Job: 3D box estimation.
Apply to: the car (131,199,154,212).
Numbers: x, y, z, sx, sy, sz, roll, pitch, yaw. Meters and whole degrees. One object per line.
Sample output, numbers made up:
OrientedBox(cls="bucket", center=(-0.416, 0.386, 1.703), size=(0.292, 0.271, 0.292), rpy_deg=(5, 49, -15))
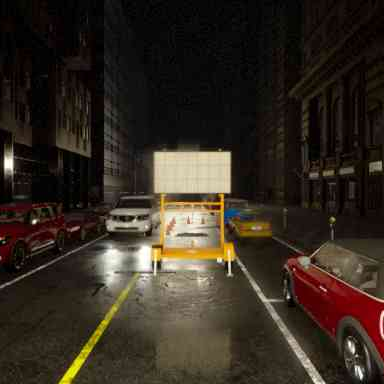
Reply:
OrientedBox(cls="car", center=(-5.700, 1.571, 38.869), size=(1.947, 1.339, 4.313), rpy_deg=(0, 0, 0))

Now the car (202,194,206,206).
OrientedBox(cls="car", center=(2.833, 1.324, 44.469), size=(2.192, 1.841, 5.009), rpy_deg=(0, 0, 0))

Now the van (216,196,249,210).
OrientedBox(cls="van", center=(2.795, 1.341, 22.062), size=(1.690, 1.788, 3.998), rpy_deg=(0, 0, 0))

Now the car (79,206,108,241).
OrientedBox(cls="car", center=(-5.739, 1.581, 16.461), size=(1.802, 1.307, 4.206), rpy_deg=(0, 0, 0))

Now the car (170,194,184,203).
OrientedBox(cls="car", center=(-2.883, 1.589, 69.122), size=(1.994, 1.385, 4.181), rpy_deg=(0, 0, 0))

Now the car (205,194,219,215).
OrientedBox(cls="car", center=(2.814, 1.318, 33.265), size=(2.192, 1.841, 5.009), rpy_deg=(0, 0, 0))

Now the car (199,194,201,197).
OrientedBox(cls="car", center=(2.873, 1.464, 66.875), size=(1.967, 1.590, 4.097), rpy_deg=(0, 0, 0))

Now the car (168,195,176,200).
OrientedBox(cls="car", center=(-5.604, 1.588, 94.891), size=(1.887, 1.381, 4.507), rpy_deg=(0, 0, 0))

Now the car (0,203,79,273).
OrientedBox(cls="car", center=(-5.749, 1.314, 10.859), size=(2.192, 1.841, 5.009), rpy_deg=(0, 0, 0))

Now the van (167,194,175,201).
OrientedBox(cls="van", center=(-5.614, 1.380, 89.289), size=(1.690, 1.788, 3.998), rpy_deg=(0, 0, 0))

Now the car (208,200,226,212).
OrientedBox(cls="car", center=(2.825, 1.588, 38.867), size=(1.802, 1.307, 4.206), rpy_deg=(0, 0, 0))

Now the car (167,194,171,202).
OrientedBox(cls="car", center=(-5.643, 1.467, 72.482), size=(1.967, 1.590, 4.097), rpy_deg=(0, 0, 0))

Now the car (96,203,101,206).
OrientedBox(cls="car", center=(-5.730, 1.440, 22.063), size=(1.967, 1.590, 4.097), rpy_deg=(0, 0, 0))

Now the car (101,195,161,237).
OrientedBox(cls="car", center=(-3.071, 1.221, 18.375), size=(2.150, 2.045, 5.566), rpy_deg=(0, 0, 0))

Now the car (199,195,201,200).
OrientedBox(cls="car", center=(2.863, 1.586, 61.274), size=(1.947, 1.339, 4.313), rpy_deg=(0, 0, 0))

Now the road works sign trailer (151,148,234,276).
OrientedBox(cls="road works sign trailer", center=(0.015, 0.464, 10.305), size=(2.380, 3.560, 2.880), rpy_deg=(0, 0, 0))

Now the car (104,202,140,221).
OrientedBox(cls="car", center=(-5.720, 1.552, 27.665), size=(2.008, 1.369, 4.403), rpy_deg=(0, 0, 0))

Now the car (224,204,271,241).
OrientedBox(cls="car", center=(2.786, 1.525, 16.631), size=(1.752, 1.417, 4.829), rpy_deg=(0, 0, 0))

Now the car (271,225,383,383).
OrientedBox(cls="car", center=(2.766, 1.440, 5.256), size=(1.967, 1.590, 4.097), rpy_deg=(0, 0, 0))

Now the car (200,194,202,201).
OrientedBox(cls="car", center=(2.853, 1.456, 55.672), size=(1.967, 1.590, 4.097), rpy_deg=(0, 0, 0))

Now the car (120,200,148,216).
OrientedBox(cls="car", center=(-5.710, 1.569, 33.267), size=(1.947, 1.339, 4.313), rpy_deg=(0, 0, 0))

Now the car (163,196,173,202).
OrientedBox(cls="car", center=(-5.633, 1.576, 78.084), size=(1.887, 1.381, 4.507), rpy_deg=(0, 0, 0))

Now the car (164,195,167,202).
OrientedBox(cls="car", center=(-5.672, 1.560, 55.676), size=(1.887, 1.381, 4.507), rpy_deg=(0, 0, 0))
